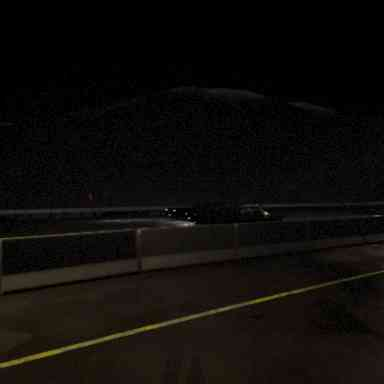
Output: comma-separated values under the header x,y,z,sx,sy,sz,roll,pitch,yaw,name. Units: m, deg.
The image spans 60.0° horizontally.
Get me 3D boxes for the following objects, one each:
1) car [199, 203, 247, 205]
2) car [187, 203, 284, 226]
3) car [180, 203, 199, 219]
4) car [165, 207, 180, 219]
x,y,z,sx,sy,sz,roll,pitch,yaw,name
3.296,1.492,22.408,4.902,1.511,2.128,0,0,-30,car
2.671,1.547,18.048,5.357,1.411,2.033,0,0,-31,car
2.101,1.543,25.804,5.357,1.411,2.033,0,0,-30,car
0.062,1.591,28.642,4.718,1.301,1.895,0,0,-30,car
